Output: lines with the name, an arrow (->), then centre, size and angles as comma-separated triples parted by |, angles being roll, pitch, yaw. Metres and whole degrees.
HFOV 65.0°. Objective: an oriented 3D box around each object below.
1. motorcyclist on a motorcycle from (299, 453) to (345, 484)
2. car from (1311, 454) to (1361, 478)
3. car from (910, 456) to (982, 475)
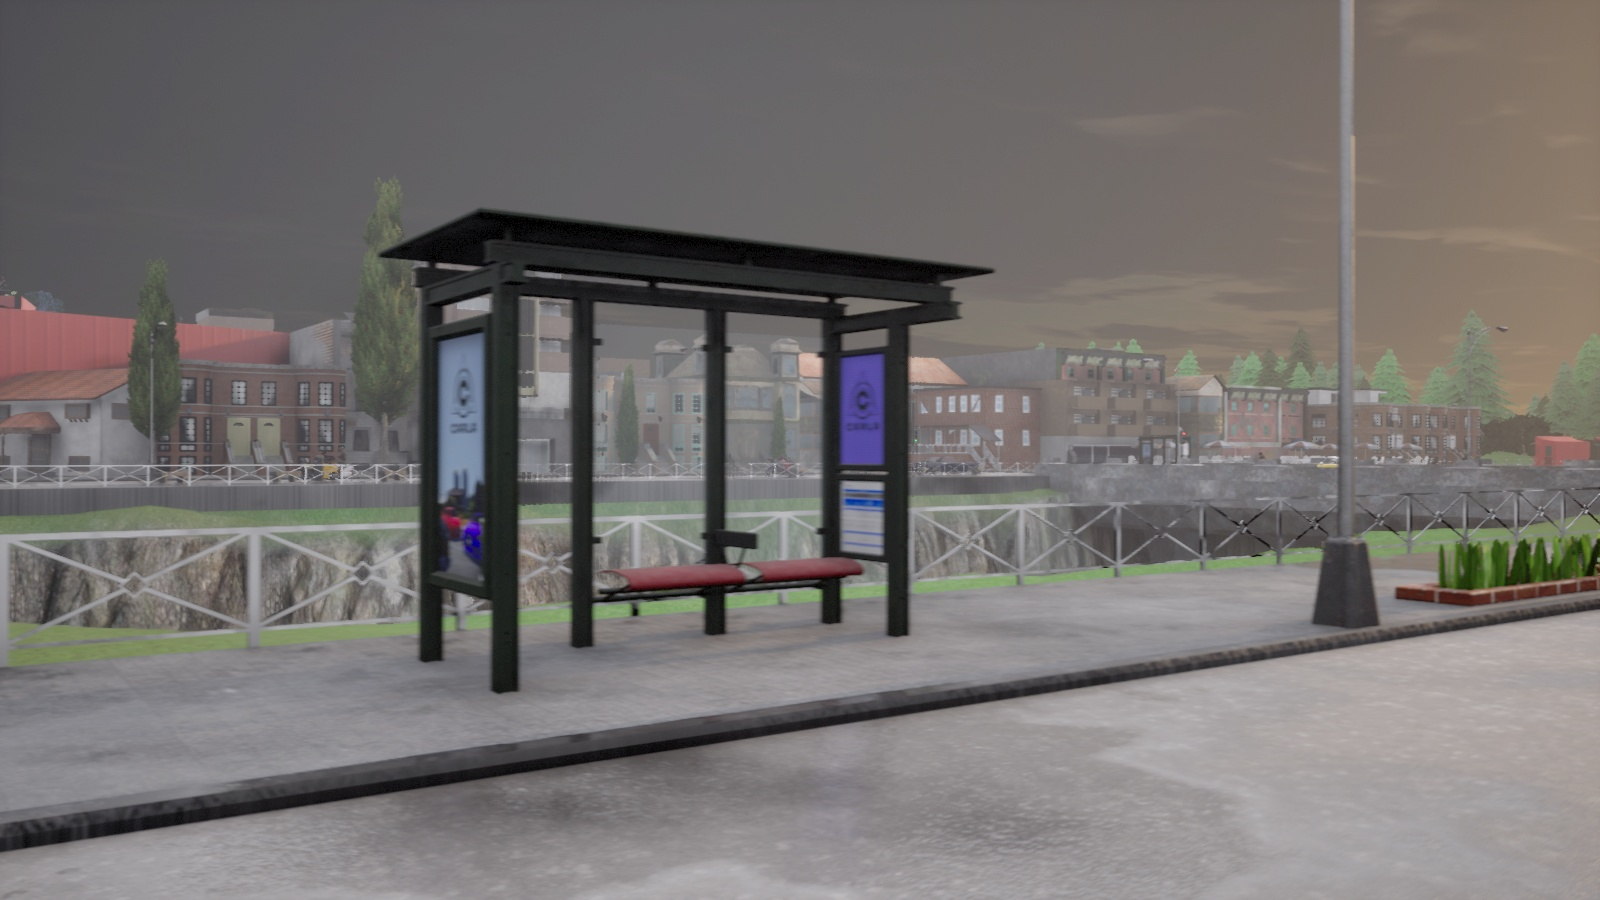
motorcyclist on a motorcycle -> -23.900, 0.931, 62.821 | 2.044, 1.523, 0.797 | 0, 0, -35
car -> 31.255, 0.913, 73.283 | 1.481, 1.376, 2.207 | 0, 0, -35
car -> 10.054, 1.035, 86.229 | 4.718, 1.301, 1.895 | 0, 0, -30
